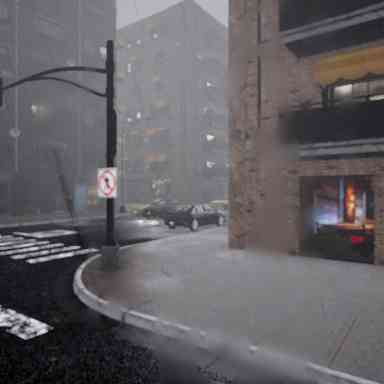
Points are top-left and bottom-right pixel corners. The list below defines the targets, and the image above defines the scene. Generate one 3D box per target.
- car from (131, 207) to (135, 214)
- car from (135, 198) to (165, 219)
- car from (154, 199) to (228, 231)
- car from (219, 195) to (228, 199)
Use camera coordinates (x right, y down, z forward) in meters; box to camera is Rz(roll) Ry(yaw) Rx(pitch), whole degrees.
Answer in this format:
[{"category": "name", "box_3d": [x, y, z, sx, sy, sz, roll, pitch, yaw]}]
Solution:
[{"category": "car", "box_3d": [-2.943, 1.210, 27.570, 1.752, 1.417, 4.829, 1, 1, 36]}, {"category": "car", "box_3d": [-1.855, 1.269, 24.882, 1.994, 1.385, 4.181, 0, 1, 36]}, {"category": "car", "box_3d": [0.245, 1.309, 18.522, 2.008, 1.369, 4.403, 1, 1, 36]}, {"category": "car", "box_3d": [3.695, 1.069, 36.766, 1.752, 1.417, 4.829, 1, 1, 36]}]
